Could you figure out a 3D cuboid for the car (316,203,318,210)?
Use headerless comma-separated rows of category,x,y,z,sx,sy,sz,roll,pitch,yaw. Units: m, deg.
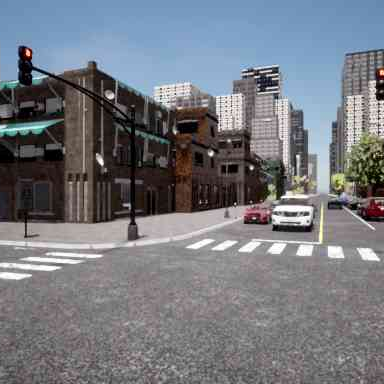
car,10.203,1.580,30.447,1.994,1.385,4.181,0,0,22

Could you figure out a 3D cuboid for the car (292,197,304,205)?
car,19.277,1.581,60.615,1.752,1.417,4.829,0,0,22

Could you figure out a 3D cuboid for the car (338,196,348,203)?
car,33.278,1.615,73.280,1.752,1.417,4.829,0,0,22

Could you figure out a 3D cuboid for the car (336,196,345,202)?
car,37.269,1.679,83.403,1.947,1.339,4.313,0,0,22

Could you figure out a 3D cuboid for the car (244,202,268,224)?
car,5.074,1.554,24.828,1.887,1.381,4.507,0,0,22

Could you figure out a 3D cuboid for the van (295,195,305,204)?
van,21.367,1.407,65.914,1.690,1.788,3.998,0,0,22

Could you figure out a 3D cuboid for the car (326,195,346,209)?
car,20.129,1.528,46.987,2.128,1.511,4.902,0,0,22

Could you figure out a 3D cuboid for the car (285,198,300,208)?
car,15.287,1.620,50.494,1.802,1.307,4.206,0,0,22

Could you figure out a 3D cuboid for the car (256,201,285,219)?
car,7.181,1.580,29.932,1.947,1.339,4.313,0,0,22

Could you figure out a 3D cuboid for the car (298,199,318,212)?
car,14.055,1.573,40.035,2.033,1.411,5.357,0,0,22

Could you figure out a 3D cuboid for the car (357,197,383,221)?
car,14.978,1.330,26.859,2.192,1.841,5.009,0,0,22

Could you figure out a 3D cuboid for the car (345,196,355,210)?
car,21.057,1.597,42.280,1.947,1.339,4.313,0,0,22

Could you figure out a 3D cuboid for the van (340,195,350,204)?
van,31.189,1.418,67.982,1.690,1.788,3.998,0,0,22

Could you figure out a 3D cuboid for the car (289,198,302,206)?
car,17.313,1.629,55.633,1.802,1.307,4.206,0,0,22

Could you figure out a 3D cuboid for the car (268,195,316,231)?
car,6.499,1.230,21.103,2.150,2.045,5.566,0,0,22

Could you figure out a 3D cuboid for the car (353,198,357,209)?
car,17.004,1.586,32.000,1.947,1.339,4.313,0,0,22

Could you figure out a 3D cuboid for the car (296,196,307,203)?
car,23.393,1.628,71.055,2.008,1.369,4.403,0,0,22

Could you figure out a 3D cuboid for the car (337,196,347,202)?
car,35.242,1.683,78.261,1.802,1.307,4.206,0,0,22
